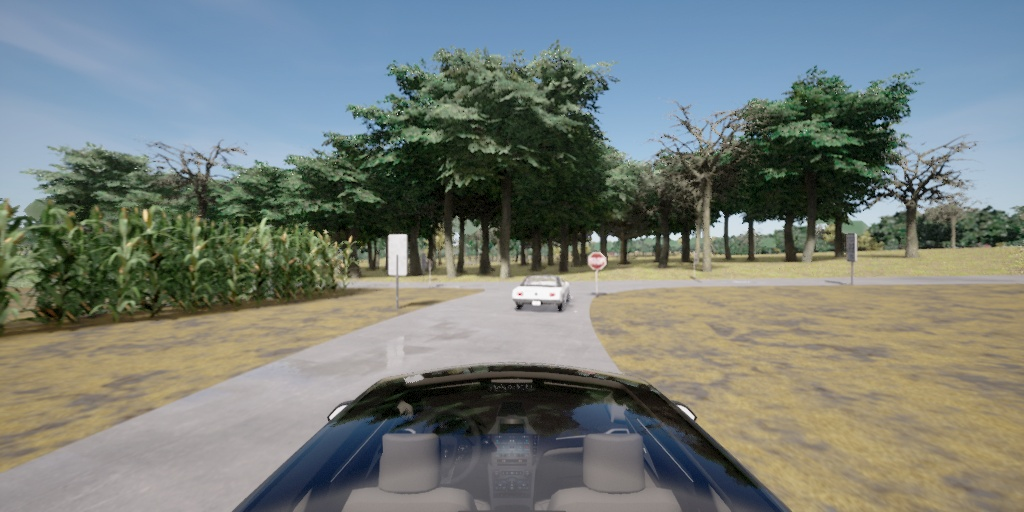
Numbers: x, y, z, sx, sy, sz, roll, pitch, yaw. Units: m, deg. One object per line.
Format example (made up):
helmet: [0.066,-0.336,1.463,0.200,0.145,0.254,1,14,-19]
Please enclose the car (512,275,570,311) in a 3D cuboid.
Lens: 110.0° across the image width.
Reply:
car: [1.420,1.480,15.440,1.895,1.301,4.718,0,0,13]
